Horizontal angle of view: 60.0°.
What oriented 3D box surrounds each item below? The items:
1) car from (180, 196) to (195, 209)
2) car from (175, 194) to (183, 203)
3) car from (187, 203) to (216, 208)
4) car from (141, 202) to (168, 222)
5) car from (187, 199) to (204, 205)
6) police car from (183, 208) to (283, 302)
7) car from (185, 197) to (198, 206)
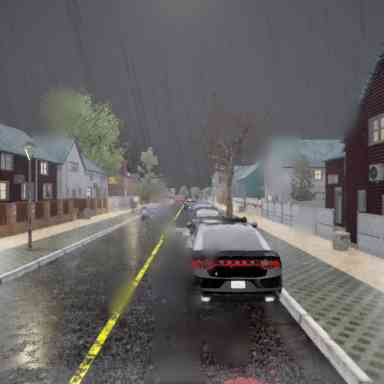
[{"bbox_3d":[-0.074,1.595,44.909,2.128,1.511,4.902,0,0,1],"label":"car"},{"bbox_3d":[-2.918,1.582,79.416,2.150,2.045,5.566,0,-1,0],"label":"car"},{"bbox_3d":[0.786,1.536,18.323,1.812,1.442,4.674,0,0,0],"label":"car"},{"bbox_3d":[-2.908,1.554,26.803,1.812,1.442,4.674,0,0,0],"label":"car"},{"bbox_3d":[0.774,1.500,24.324,1.882,1.535,5.008,0,0,0],"label":"car"},{"bbox_3d":[0.807,1.426,8.432,1.930,1.638,5.238,0,0,0],"label":"police car"},{"bbox_3d":[-0.123,1.679,58.096,2.128,1.511,4.902,0,0,0],"label":"car"}]
